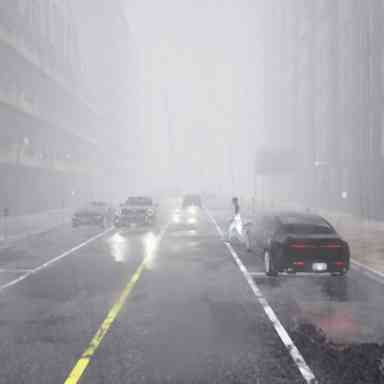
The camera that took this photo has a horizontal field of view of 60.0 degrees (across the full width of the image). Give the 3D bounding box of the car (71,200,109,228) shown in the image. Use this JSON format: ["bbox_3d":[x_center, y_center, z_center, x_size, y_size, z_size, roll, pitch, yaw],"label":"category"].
[{"bbox_3d":[-5.317,1.163,18.582,2.008,1.369,4.403,1,1,0],"label":"car"}]

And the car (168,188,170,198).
[{"bbox_3d":[-5.340,0.237,58.097,1.967,1.590,4.097,1,1,0],"label":"car"}]

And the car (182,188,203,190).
[{"bbox_3d":[0.008,0.549,45.306,2.128,1.511,4.902,0,1,0],"label":"car"}]

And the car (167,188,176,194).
[{"bbox_3d":[-5.358,-0.342,86.324,1.967,1.590,4.097,1,1,0],"label":"car"}]

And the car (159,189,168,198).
[{"bbox_3d":[-5.339,0.479,52.455,1.947,1.339,4.313,1,1,0],"label":"car"}]

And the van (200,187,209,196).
[{"bbox_3d":[2.534,-0.091,69.228,1.690,1.788,3.998,1,1,0],"label":"van"}]

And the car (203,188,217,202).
[{"bbox_3d":[2.546,0.584,46.627,2.008,1.369,4.403,1,1,0],"label":"car"}]

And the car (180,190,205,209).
[{"bbox_3d":[0.049,0.831,32.427,1.837,1.490,4.892,0,1,0],"label":"car"}]

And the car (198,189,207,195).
[{"bbox_3d":[2.524,-0.119,80.534,1.887,1.381,4.507,1,1,0],"label":"car"}]

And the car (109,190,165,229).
[{"bbox_3d":[-2.862,0.968,18.389,2.097,1.767,4.553,0,1,0],"label":"car"}]

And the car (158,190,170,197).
[{"bbox_3d":[-5.346,0.263,63.746,1.802,1.307,4.206,1,1,0],"label":"car"}]

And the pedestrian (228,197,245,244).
[{"bbox_3d":[1.670,1.032,12.520,0.375,1.860,0.375,1,0,0],"label":"pedestrian"}]

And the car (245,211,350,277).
[{"bbox_3d":[2.743,1.305,9.567,1.837,1.490,4.892,0,1,0],"label":"car"}]

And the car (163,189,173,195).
[{"bbox_3d":[-5.353,0.031,75.036,1.802,1.307,4.206,1,1,0],"label":"car"}]

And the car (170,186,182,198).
[{"bbox_3d":[-2.834,-0.018,59.730,2.150,2.045,5.566,0,1,1],"label":"car"}]
